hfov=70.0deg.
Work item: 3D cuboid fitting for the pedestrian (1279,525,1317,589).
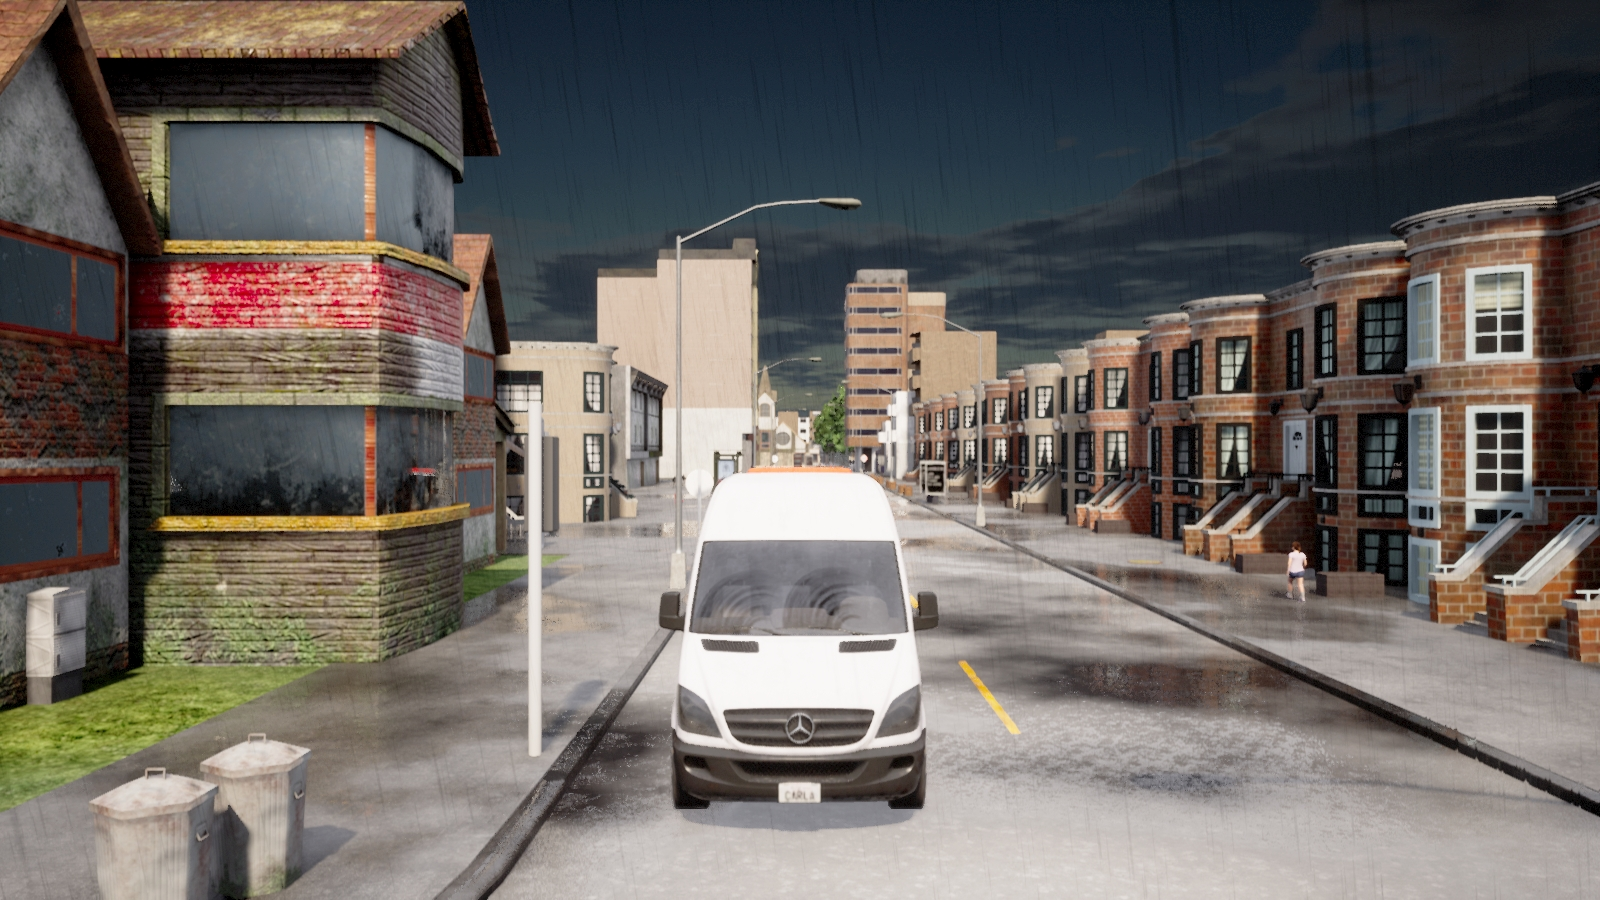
[{"bbox_3d":[8.940,1.912,20.534,0.500,1.100,0.500,0,0,6],"label":"pedestrian"}]

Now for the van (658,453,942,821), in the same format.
[{"bbox_3d":[-0.003,1.319,10.965,1.988,2.561,5.915,0,0,0],"label":"van"}]
